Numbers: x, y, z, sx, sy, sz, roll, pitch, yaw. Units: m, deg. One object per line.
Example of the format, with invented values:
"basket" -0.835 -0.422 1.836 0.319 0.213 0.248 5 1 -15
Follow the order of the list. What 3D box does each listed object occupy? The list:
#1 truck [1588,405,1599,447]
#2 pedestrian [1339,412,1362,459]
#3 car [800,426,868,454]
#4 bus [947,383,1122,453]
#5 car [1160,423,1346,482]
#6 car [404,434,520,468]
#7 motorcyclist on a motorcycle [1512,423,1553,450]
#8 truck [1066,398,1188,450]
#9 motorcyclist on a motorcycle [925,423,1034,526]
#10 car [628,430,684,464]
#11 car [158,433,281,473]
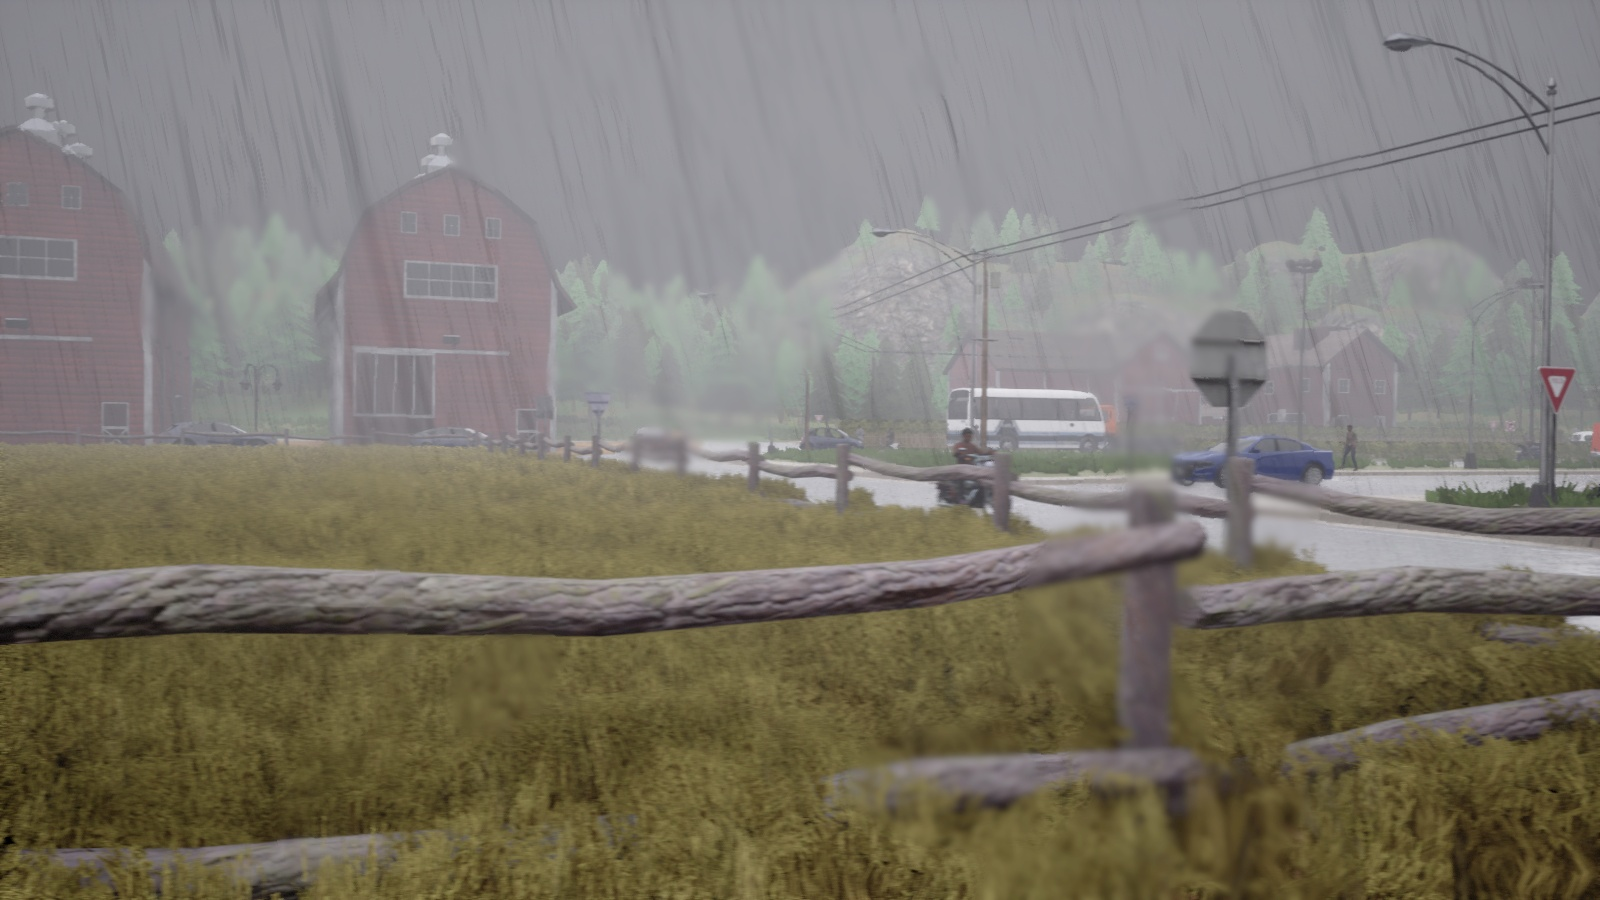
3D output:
"truck" 50.254 -1.461 75.160 5.204 2.467 2.627 -1 1 -22
"pedestrian" 21.257 -0.567 48.492 0.869 1.805 0.328 -1 1 -29
"car" 2.075 -0.614 76.249 3.988 1.617 1.851 1 1 7
"bus" 14.920 -2.042 79.850 10.273 4.253 3.944 -1 1 -18
"car" 12.978 0.049 35.935 5.008 1.535 1.882 -1 1 -22
"car" -15.608 0.015 58.236 4.792 1.488 2.163 -1 1 -1
"motorcyclist on a motorcycle" 41.892 -0.791 71.851 2.191 1.530 0.866 -1 1 -22
"truck" 22.571 -1.841 86.637 7.936 3.462 2.891 -1 1 -21
"motorcyclist on a motorcycle" 3.010 0.367 21.377 0.766 1.649 2.350 -1 1 -21
"car" -7.046 -0.183 61.954 1.882 1.535 5.008 -1 1 4
"car" -25.691 0.097 55.682 4.856 1.649 2.033 -1 1 -24
